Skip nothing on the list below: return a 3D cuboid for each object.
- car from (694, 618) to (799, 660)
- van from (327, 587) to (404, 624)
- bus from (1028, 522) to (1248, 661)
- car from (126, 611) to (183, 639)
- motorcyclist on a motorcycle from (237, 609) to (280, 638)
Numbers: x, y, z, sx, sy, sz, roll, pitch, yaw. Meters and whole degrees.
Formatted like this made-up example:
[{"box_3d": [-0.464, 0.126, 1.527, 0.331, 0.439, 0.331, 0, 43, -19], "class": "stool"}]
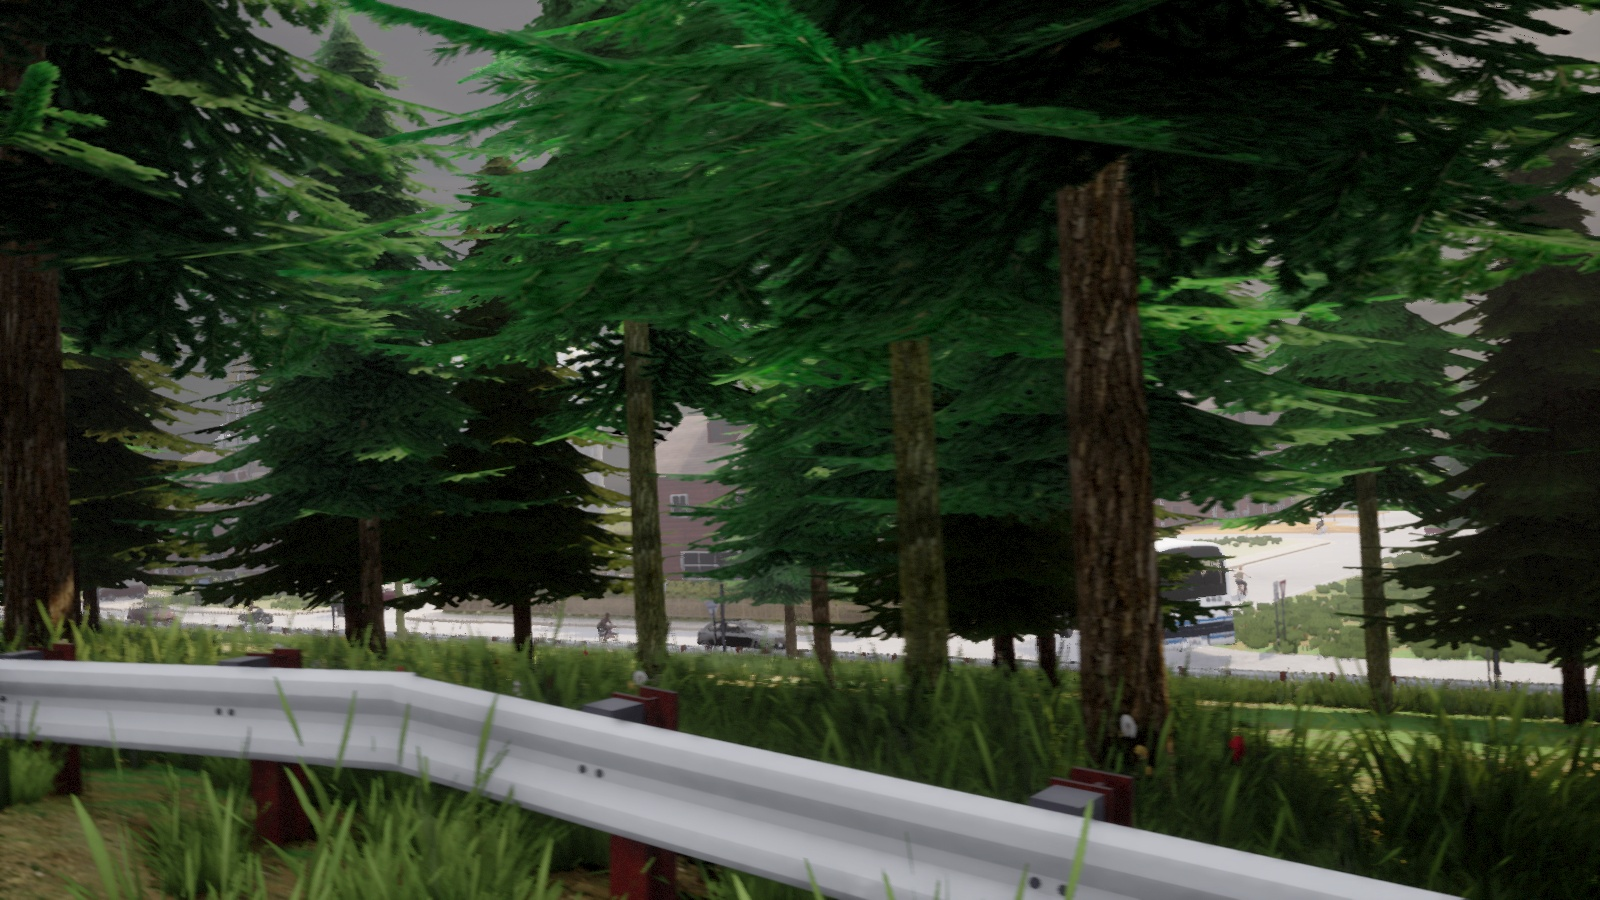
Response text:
[{"box_3d": [-2.296, 8.038, 53.643, 4.193, 1.474, 1.816, -5, -2, 37], "class": "car"}, {"box_3d": [-29.963, 10.725, 86.685, 2.069, 2.038, 4.480, -5, -2, 36], "class": "van"}, {"box_3d": [13.060, 5.340, 50.031, 3.944, 4.253, 10.273, -5, -1, -11], "class": "bus"}, {"box_3d": [-44.025, 11.894, 85.649, 3.988, 1.617, 1.851, -5, -2, 37], "class": "car"}, {"box_3d": [-34.770, 11.127, 80.654, 2.350, 1.649, 0.766, -4, -2, 7], "class": "motorcyclist on a motorcycle"}]
